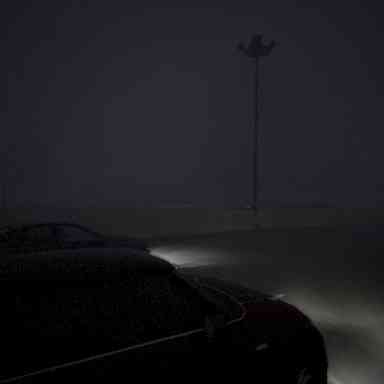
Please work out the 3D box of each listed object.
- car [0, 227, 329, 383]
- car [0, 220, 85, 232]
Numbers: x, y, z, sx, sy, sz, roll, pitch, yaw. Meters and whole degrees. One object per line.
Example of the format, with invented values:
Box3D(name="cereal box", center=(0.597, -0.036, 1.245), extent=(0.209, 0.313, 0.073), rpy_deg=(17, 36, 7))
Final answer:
Box3D(name="car", center=(-0.737, 1.349, 3.146), extent=(4.553, 1.767, 2.097), rpy_deg=(1, 0, -35))
Box3D(name="car", center=(-3.919, 1.528, 9.504), extent=(5.357, 1.411, 2.033), rpy_deg=(1, 0, -35))
